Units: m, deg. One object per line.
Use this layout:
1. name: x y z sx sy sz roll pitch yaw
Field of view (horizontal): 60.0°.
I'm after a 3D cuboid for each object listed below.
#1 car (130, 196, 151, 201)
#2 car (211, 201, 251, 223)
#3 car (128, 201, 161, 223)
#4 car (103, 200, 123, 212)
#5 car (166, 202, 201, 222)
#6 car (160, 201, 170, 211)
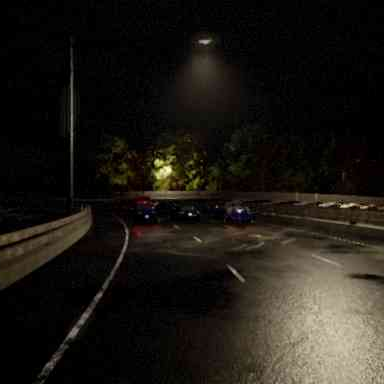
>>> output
1. car: -7.235 1.619 46.222 2.150 2.045 5.566 0 -1 -25
2. car: 3.149 1.570 27.929 2.097 1.767 4.553 0 -1 -15
3. car: -4.127 1.769 28.148 1.812 1.442 4.674 0 -1 -15
4. car: -10.943 1.886 45.789 1.882 1.535 5.008 0 -1 -26
5. car: -0.663 1.799 28.662 1.994 1.385 4.181 0 -1 -15
6. car: -3.800 1.959 47.039 1.994 1.385 4.181 0 -1 -25
